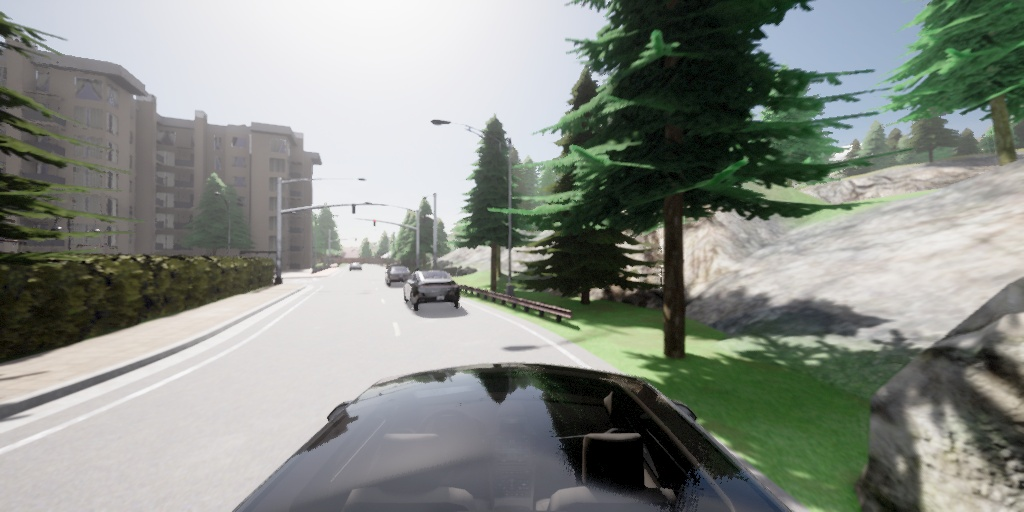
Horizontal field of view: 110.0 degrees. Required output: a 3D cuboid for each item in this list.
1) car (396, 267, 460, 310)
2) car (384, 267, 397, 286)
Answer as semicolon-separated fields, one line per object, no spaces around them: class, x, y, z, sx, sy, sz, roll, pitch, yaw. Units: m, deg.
car;-3.594;1.377;15.610;2.128;1.511;4.902;0;0;-22
car;-9.035;1.556;28.538;2.033;1.411;5.357;0;-1;-22
